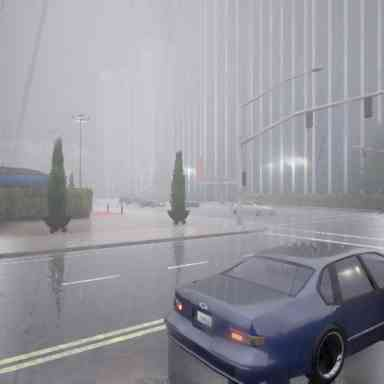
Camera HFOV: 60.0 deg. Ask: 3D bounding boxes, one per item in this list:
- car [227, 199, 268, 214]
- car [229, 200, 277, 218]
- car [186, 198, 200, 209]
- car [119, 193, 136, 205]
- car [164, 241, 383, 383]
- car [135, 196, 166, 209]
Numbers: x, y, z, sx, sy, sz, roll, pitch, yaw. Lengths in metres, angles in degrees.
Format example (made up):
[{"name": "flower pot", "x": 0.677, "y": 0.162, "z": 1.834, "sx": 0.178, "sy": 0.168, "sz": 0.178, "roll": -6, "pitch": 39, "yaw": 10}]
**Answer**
[{"name": "car", "x": 6.029, "y": 1.564, "z": 36.386, "sx": 1.994, "sy": 1.385, "sz": 4.181, "roll": 0, "pitch": 0, "yaw": -36}, {"name": "car", "x": 5.715, "y": 1.526, "z": 30.901, "sx": 1.812, "sy": 1.442, "sz": 4.674, "roll": 0, "pitch": 0, "yaw": -36}, {"name": "car", "x": -0.884, "y": 1.478, "z": 45.924, "sx": 1.882, "sy": 1.535, "sz": 5.008, "roll": 0, "pitch": 0, "yaw": -36}, {"name": "car", "x": -11.455, "y": 1.226, "z": 60.642, "sx": 2.150, "sy": 2.045, "sz": 5.566, "roll": 0, "pitch": 0, "yaw": -35}, {"name": "car", "x": 2.203, "y": 1.547, "z": 5.375, "sx": 5.357, "sy": 1.411, "sz": 2.033, "roll": 0, "pitch": 0, "yaw": -35}, {"name": "car", "x": -5.482, "y": 1.491, "z": 46.308, "sx": 2.128, "sy": 1.511, "sz": 4.902, "roll": 0, "pitch": 0, "yaw": -36}]
